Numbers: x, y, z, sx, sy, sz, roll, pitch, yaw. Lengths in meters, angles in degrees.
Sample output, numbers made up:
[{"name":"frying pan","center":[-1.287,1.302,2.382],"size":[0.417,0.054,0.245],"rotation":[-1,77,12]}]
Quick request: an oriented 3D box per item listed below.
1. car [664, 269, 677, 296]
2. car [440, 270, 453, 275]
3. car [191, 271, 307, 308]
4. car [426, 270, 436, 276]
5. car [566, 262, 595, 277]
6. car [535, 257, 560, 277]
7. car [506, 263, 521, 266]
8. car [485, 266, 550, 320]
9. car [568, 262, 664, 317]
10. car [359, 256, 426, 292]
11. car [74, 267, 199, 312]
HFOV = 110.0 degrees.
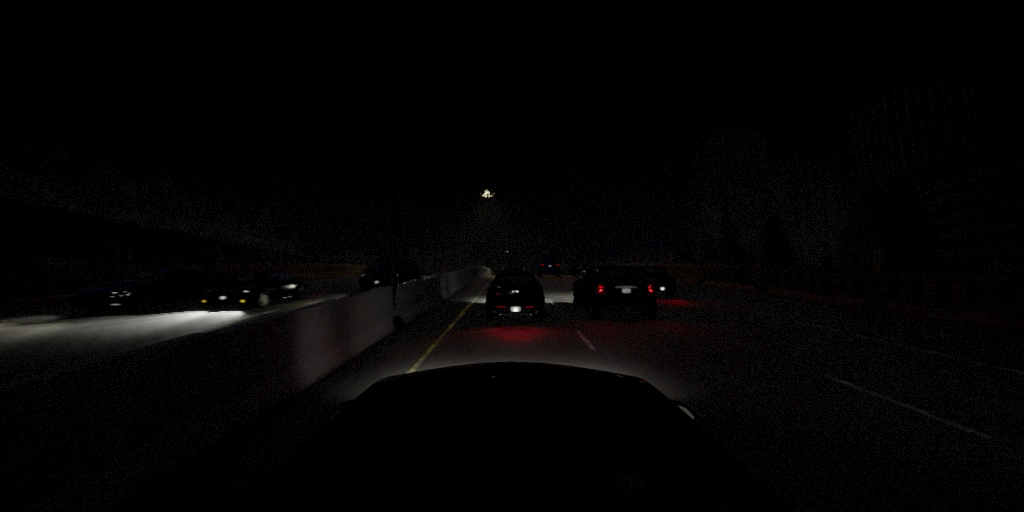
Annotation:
[{"name":"car","center":[7.109,1.284,19.347],"size":[1.837,1.490,4.892],"rotation":[0,0,0]},{"name":"car","center":[-10.511,2.957,59.079],"size":[2.033,1.411,5.357],"rotation":[0,-6,1]},{"name":"car","center":[-10.593,1.337,15.126],"size":[1.994,1.385,4.181],"rotation":[0,0,0]},{"name":"car","center":[-14.012,3.009,59.056],"size":[1.895,1.301,4.718],"rotation":[0,-6,1]},{"name":"car","center":[7.118,1.407,37.693],"size":[2.128,1.511,4.902],"rotation":[0,-2,0]},{"name":"car","center":[3.618,1.110,36.742],"size":[2.150,2.045,5.566],"rotation":[0,-1,0]},{"name":"car","center":[0.115,1.352,31.135],"size":[2.033,1.411,5.357],"rotation":[0,0,0]},{"name":"car","center":[0.106,1.274,12.689],"size":[1.837,1.490,4.892],"rotation":[0,0,0]},{"name":"car","center":[3.605,1.121,13.412],"size":[2.097,1.767,4.553],"rotation":[0,0,0]},{"name":"car","center":[-7.090,1.004,21.518],"size":[2.150,2.045,5.566],"rotation":[0,0,0]},{"name":"car","center":[-14.093,1.251,14.454],"size":[1.882,1.535,5.008],"rotation":[0,0,0]}]
